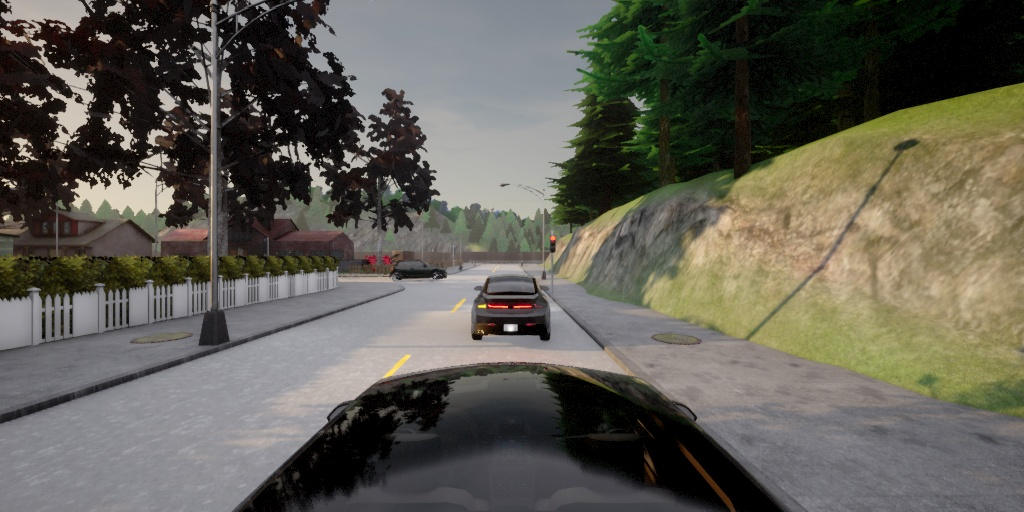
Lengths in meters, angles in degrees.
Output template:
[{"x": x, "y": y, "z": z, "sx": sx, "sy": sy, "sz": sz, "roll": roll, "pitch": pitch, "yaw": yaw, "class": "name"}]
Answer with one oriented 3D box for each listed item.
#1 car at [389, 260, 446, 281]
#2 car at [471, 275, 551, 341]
[{"x": -7.703, "y": 1.102, "z": 29.393, "sx": 4.553, "sy": 1.767, "sz": 2.097, "roll": 0, "pitch": 0, "yaw": -18, "class": "car"}, {"x": -0.017, "y": 1.255, "z": 9.933, "sx": 1.837, "sy": 1.490, "sz": 4.892, "roll": 0, "pitch": 0, "yaw": 0, "class": "car"}]
